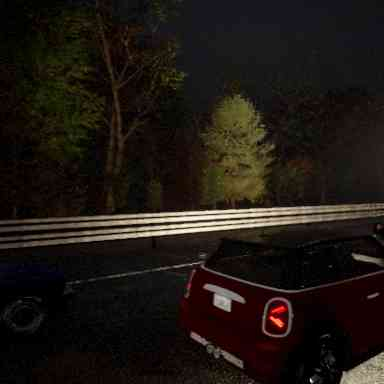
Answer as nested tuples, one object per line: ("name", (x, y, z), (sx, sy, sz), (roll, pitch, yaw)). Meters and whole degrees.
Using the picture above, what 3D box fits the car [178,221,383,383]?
("car", (2.095, 1.343, 5.222), (4.553, 1.767, 2.097), (0, 0, -35))

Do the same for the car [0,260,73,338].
("car", (-4.343, 1.602, 4.936), (4.718, 1.301, 1.895), (0, 0, -36))
